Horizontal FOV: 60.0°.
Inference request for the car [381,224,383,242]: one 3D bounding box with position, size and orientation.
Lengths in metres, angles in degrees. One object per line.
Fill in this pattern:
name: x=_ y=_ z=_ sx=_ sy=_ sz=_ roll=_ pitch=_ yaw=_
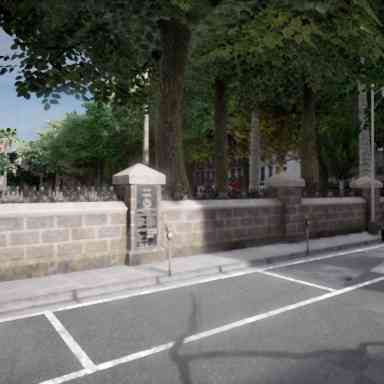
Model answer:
car: x=9.700 y=1.302 z=13.462 sx=5.009 sy=1.841 sz=2.192 roll=0 pitch=0 yaw=-36
